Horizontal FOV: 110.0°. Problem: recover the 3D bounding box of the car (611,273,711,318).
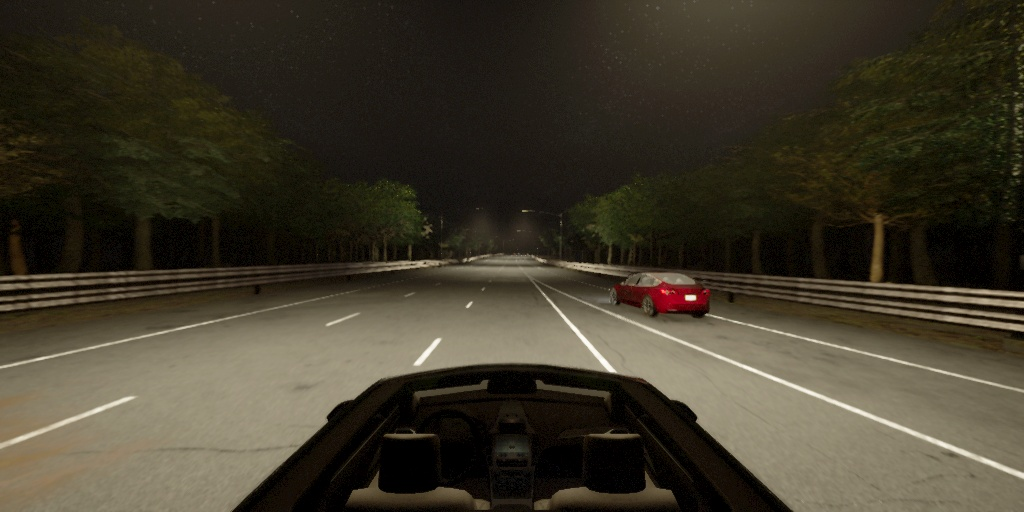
[{"bbox_3d":[5.406,1.364,13.646,2.163,1.488,4.792,1,0,-6],"label":"car"}]
